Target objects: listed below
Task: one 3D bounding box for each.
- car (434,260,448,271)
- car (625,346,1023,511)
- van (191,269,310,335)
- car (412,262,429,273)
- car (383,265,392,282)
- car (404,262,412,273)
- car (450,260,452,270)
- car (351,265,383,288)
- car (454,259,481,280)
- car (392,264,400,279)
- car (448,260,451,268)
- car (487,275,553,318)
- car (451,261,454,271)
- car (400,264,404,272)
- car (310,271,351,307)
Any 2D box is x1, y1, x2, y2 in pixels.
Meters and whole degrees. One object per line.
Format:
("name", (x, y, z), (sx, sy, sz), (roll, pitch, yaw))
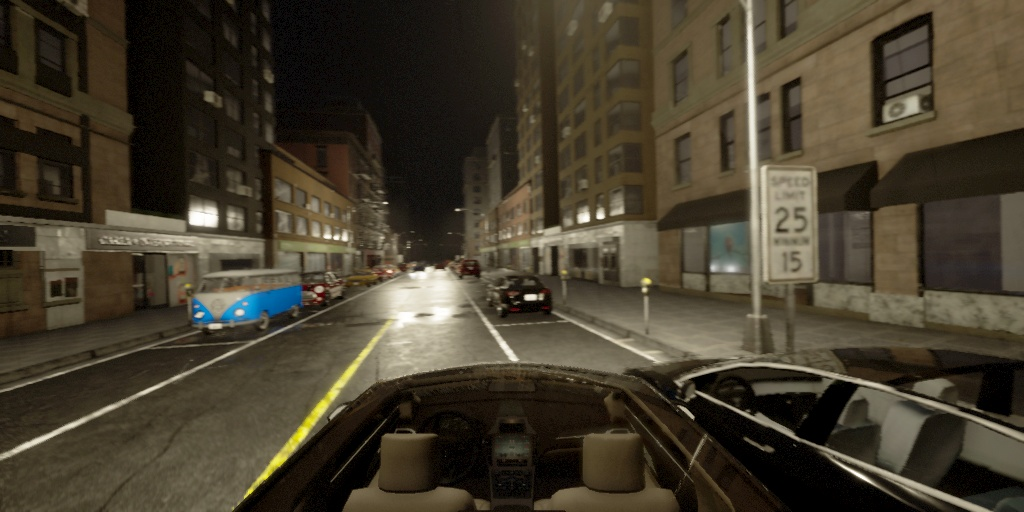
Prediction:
("car", (-12.390, 1.798, 61.797), (1.812, 1.442, 4.674), (-2, 0, -11))
("car", (2.360, 1.253, 2.334), (1.948, 1.339, 4.313), (0, 0, -11))
("van", (-8.157, 1.328, 11.435), (1.690, 1.789, 3.998), (0, 0, -11))
("car", (-14.241, 1.950, 55.280), (1.895, 1.301, 4.718), (-2, 0, -11))
("car", (-12.479, 1.743, 32.992), (1.802, 1.307, 4.207), (0, 0, -11))
("car", (-16.799, 1.906, 54.549), (1.888, 1.381, 4.507), (0, 0, -11))
("car", (-7.363, 1.632, 50.837), (1.888, 1.381, 4.507), (0, 0, -11))
("car", (-11.365, 1.640, 27.436), (1.751, 1.417, 4.829), (0, 0, -11))
("car", (-4.122, 1.253, 34.669), (2.192, 1.841, 5.009), (0, 0, -11))
("car", (-13.559, 1.648, 38.382), (1.967, 1.591, 4.097), (0, 0, -11))
("car", (-9.524, 1.632, 61.615), (1.967, 1.591, 4.097), (0, 0, -11))
("car", (0.199, 1.331, 13.113), (1.948, 1.339, 4.313), (0, 0, -11))
("car", (-6.283, 1.586, 45.447), (2.007, 1.370, 4.403), (0, 0, -11))
("car", (-14.606, 1.783, 43.604), (1.751, 1.417, 4.829), (0, 0, -11))
("car", (-9.238, 1.468, 16.825), (1.967, 1.591, 4.097), (0, 0, -11))
